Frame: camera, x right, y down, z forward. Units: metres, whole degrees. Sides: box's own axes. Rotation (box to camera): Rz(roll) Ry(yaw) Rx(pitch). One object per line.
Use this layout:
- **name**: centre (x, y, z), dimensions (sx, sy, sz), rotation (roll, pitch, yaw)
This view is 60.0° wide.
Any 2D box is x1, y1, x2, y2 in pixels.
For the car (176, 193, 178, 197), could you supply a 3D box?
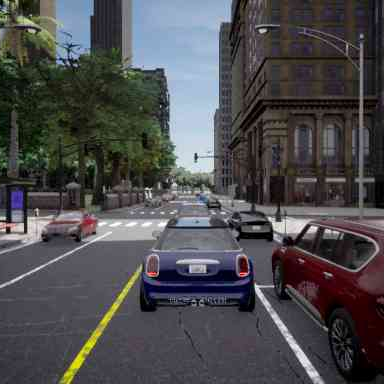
- **car**: centre (-5.833, 1.239, 91.466), dimensions (2.192, 1.841, 5.009), rotation (0, 0, 0)

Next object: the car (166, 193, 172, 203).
- **car**: centre (-5.817, 1.396, 69.785), dimensions (1.967, 1.590, 4.097), rotation (0, 0, 0)

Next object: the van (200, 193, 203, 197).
- **van**: centre (2.716, 1.309, 58.931), dimensions (1.690, 1.788, 3.998), rotation (0, 0, 0)

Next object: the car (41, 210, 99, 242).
- **car**: centre (-5.778, 1.578, 16.245), dimensions (1.802, 1.307, 4.206), rotation (0, 0, 0)

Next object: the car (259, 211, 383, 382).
- **car**: centre (2.754, 1.314, 5.382), dimensions (2.192, 1.841, 5.009), rotation (0, 0, 0)

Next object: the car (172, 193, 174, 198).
- **car**: centre (-5.822, 1.264, 75.205), dimensions (2.192, 1.841, 5.009), rotation (0, 0, 0)

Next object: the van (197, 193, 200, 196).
- **van**: centre (2.700, 1.282, 80.612), dimensions (1.690, 1.788, 3.998), rotation (0, 0, 0)

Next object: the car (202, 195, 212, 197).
- **car**: centre (2.724, 1.544, 48.090), dimensions (1.947, 1.339, 4.313), rotation (0, 0, 0)

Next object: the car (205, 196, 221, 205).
- **car**: centre (2.728, 1.548, 42.670), dimensions (1.947, 1.339, 4.313), rotation (0, 0, 0)

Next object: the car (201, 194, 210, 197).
- **car**: centre (2.720, 1.499, 53.680), dimensions (1.752, 1.417, 4.829), rotation (0, 0, 0)

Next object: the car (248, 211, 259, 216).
- **car**: centre (2.747, 1.562, 16.233), dimensions (1.947, 1.339, 4.313), rotation (0, 0, 0)

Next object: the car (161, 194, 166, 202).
- **car**: centre (-5.806, 1.413, 53.524), dimensions (1.967, 1.590, 4.097), rotation (0, 0, 0)

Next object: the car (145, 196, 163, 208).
- **car**: centre (-5.801, 1.528, 48.104), dimensions (2.008, 1.369, 4.403), rotation (0, 0, 0)

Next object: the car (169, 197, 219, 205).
- **car**: centre (0.088, 1.348, 17.432), dimensions (2.097, 1.767, 4.553), rotation (0, 0, 0)

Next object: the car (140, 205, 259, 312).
- **car**: centre (0.097, 1.351, 7.880), dimensions (2.097, 1.767, 4.553), rotation (0, 0, 0)
